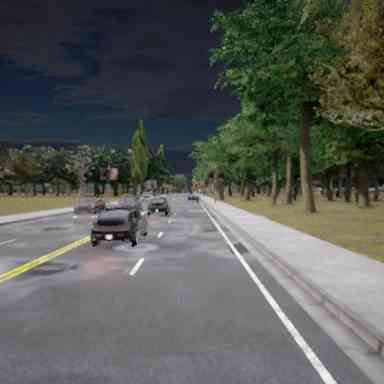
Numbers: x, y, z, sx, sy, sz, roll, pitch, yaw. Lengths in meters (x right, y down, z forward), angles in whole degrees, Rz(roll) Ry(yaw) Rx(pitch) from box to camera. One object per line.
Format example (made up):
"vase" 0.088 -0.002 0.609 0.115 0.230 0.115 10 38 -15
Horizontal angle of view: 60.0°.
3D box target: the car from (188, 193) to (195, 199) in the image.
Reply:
"car" -0.029 1.134 89.724 1.812 1.442 4.674 0 0 0

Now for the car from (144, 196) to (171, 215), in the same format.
"car" -3.160 1.400 32.375 1.837 1.490 4.892 0 0 0

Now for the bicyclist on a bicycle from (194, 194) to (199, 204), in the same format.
"bicyclist on a bicycle" 0.888 1.256 59.876 0.866 1.612 1.509 0 0 0

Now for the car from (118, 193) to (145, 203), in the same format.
"car" -6.604 1.240 35.000 2.097 1.767 4.553 0 0 0

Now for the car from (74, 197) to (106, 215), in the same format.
"car" -9.855 1.247 32.417 2.097 1.767 4.553 0 0 0

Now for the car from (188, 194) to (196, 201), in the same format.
"car" -0.025 1.253 76.005 1.882 1.535 5.008 0 0 0

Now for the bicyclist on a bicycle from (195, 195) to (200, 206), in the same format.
"bicyclist on a bicycle" 0.878 1.302 48.945 0.582 1.620 1.656 0 0 0

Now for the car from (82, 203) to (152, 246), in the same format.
"car" -3.156 1.453 15.080 1.837 1.490 4.892 0 0 0

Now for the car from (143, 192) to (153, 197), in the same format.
"car" -9.773 0.951 72.883 2.150 2.045 5.566 0 0 0

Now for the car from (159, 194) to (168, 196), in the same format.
"car" -6.525 1.106 77.357 1.812 1.442 4.674 0 0 0
